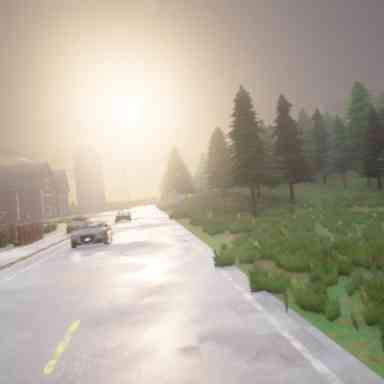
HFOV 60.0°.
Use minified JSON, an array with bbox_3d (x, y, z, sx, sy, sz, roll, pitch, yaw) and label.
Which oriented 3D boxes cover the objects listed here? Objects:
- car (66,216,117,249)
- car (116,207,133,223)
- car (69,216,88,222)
[{"bbox_3d":[-5.885,2.431,19.881,1.994,1.385,4.181,-6,-1,-7],"label":"car"},{"bbox_3d":[-8.587,3.065,41.854,1.895,1.301,4.718,-6,-1,-7],"label":"car"},{"bbox_3d":[-10.077,2.898,30.078,1.816,1.474,4.193,0,-2,-10],"label":"car"}]
